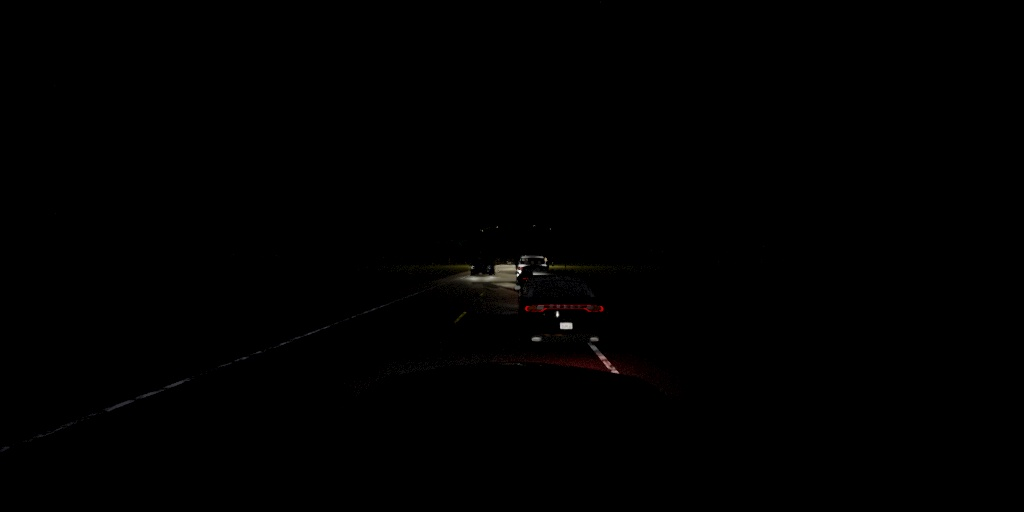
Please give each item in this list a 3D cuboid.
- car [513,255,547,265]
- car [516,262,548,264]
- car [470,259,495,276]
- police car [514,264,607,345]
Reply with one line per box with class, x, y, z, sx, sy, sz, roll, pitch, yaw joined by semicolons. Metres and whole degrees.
car;1.391;0.967;25.521;2.150;2.045;5.566;0;0;2
car;1.247;1.252;19.511;1.837;1.490;4.892;0;0;1
car;-2.891;1.087;36.185;2.097;1.767;4.553;0;0;2
police car;1.095;1.175;9.651;1.930;1.638;5.238;0;0;1
